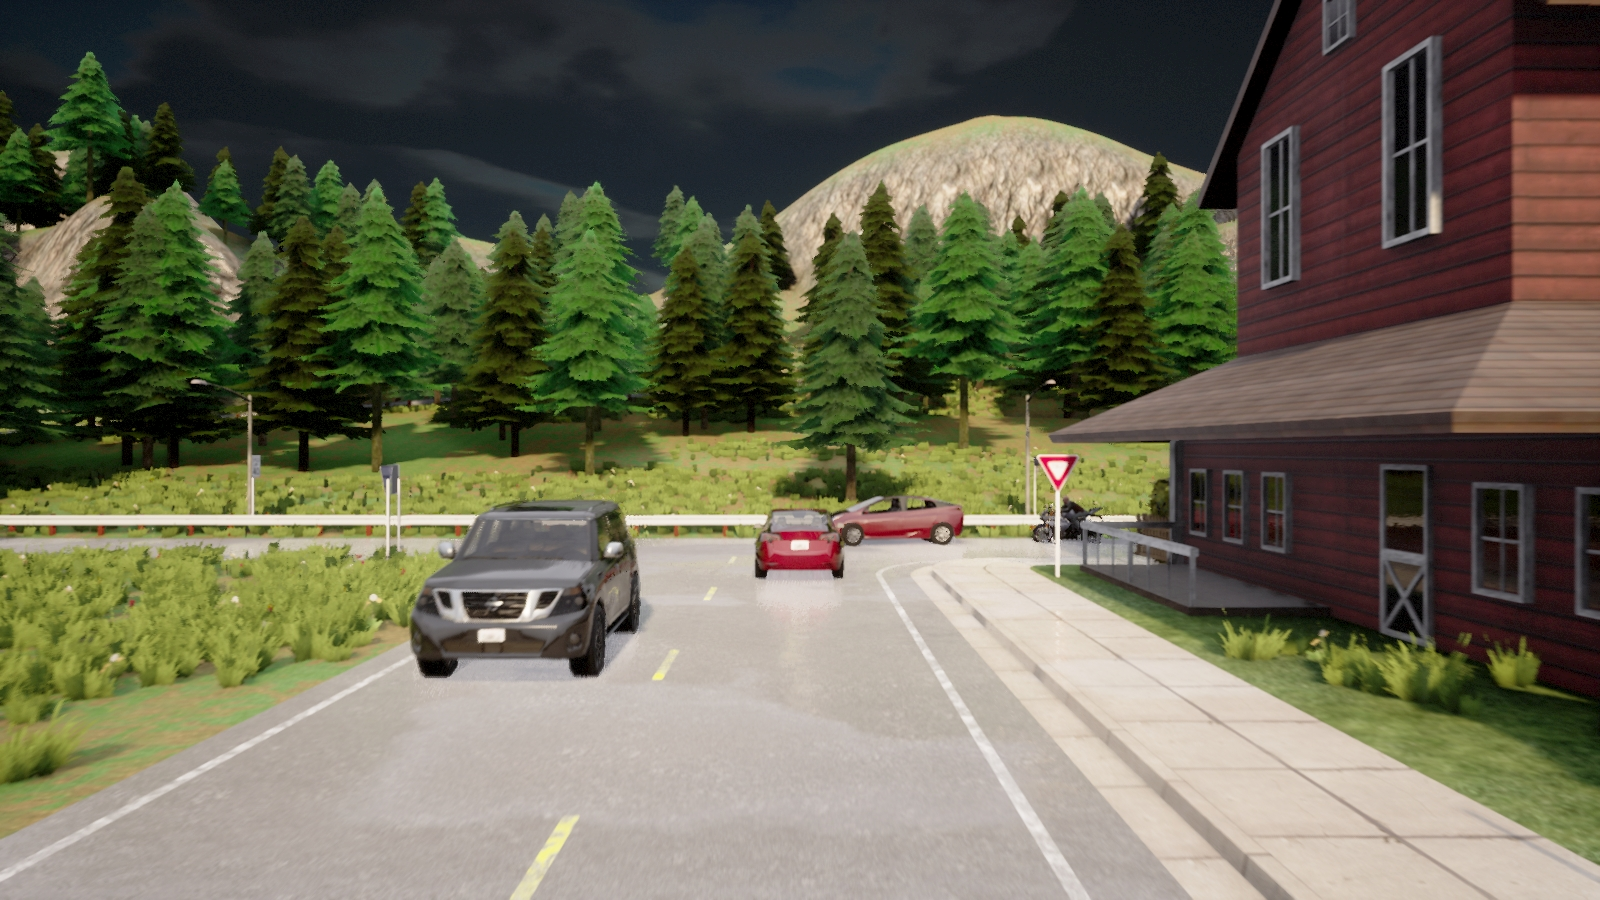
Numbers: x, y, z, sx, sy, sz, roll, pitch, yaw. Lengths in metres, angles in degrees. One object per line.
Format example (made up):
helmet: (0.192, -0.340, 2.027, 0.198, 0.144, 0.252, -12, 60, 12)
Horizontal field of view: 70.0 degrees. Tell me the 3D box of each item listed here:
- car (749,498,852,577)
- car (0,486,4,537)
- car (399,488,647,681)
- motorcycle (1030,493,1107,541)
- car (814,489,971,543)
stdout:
car: (-0.015, 1.930, 26.409, 2.163, 1.488, 4.792, 0, 0, 0)
car: (-28.411, 1.983, 35.981, 5.238, 1.638, 2.097, 0, 0, 0)
car: (-3.558, 1.640, 15.918, 2.150, 2.045, 5.566, 0, 0, 0)
motorcycle: (8.417, 2.101, 35.907, 2.209, 1.460, 0.867, 0, 0, 0)
car: (2.826, 2.020, 35.540, 4.514, 1.525, 2.007, 0, 0, -8)
